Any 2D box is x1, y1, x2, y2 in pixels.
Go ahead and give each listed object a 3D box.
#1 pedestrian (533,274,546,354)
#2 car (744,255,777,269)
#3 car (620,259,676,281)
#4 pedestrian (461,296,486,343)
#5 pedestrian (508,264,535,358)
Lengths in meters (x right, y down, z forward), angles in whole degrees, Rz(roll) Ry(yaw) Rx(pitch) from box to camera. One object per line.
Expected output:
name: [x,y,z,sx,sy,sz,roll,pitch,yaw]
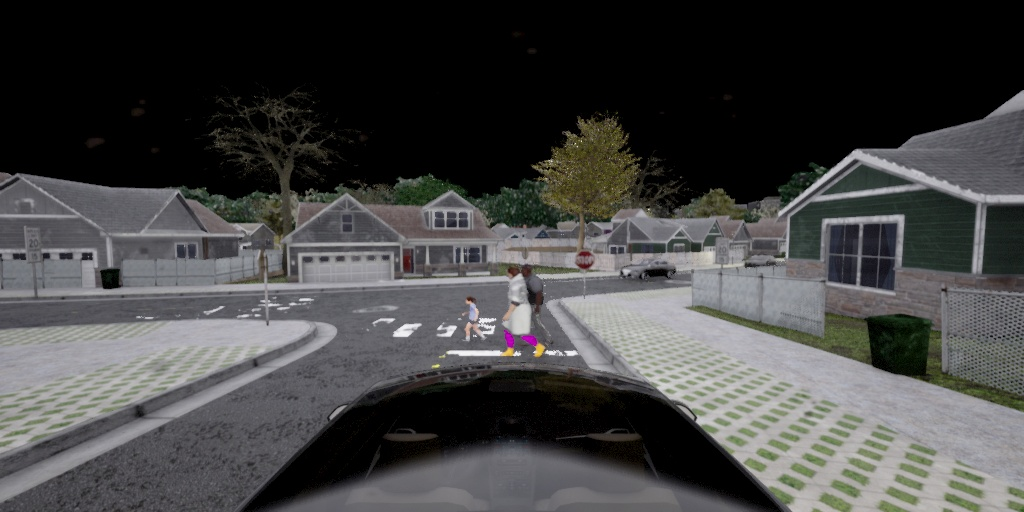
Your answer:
pedestrian: [0.413,1.036,7.612,0.375,1.860,0.375,-3,3,0]
car: [26.283,0.617,37.873,4.892,1.490,1.837,-2,4,-38]
car: [10.243,0.971,26.898,4.902,1.511,2.128,-1,3,-31]
pedestrian: [-0.880,1.414,8.234,0.500,1.100,0.500,-3,3,0]
pedestrian: [0.158,1.038,6.951,0.375,1.860,0.375,-3,3,0]
